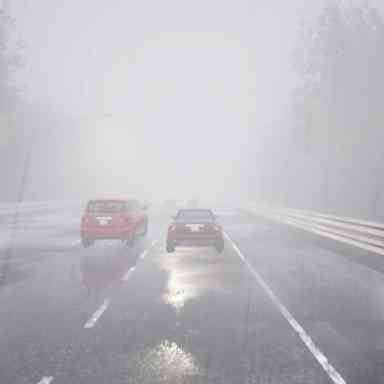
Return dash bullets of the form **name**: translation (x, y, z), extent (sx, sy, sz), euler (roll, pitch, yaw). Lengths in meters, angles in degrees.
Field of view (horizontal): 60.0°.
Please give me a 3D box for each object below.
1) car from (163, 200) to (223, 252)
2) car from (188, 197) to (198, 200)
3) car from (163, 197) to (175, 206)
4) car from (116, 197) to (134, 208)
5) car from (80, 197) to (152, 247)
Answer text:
- **car**: translation (0.110, 1.377, 14.247), extent (2.097, 1.767, 4.553), euler (0, 0, 0)
- **car**: translation (0.185, 1.602, 51.571), extent (1.837, 1.490, 4.892), euler (0, 0, 1)
- **car**: translation (-3.369, 1.602, 51.490), extent (1.837, 1.490, 4.892), euler (0, 0, 0)
- **car**: translation (-10.367, 1.575, 51.966), extent (1.882, 1.535, 5.008), euler (0, 0, 0)
- **car**: translation (-3.390, 1.251, 15.413), extent (2.150, 2.045, 5.566), euler (0, 0, 0)
